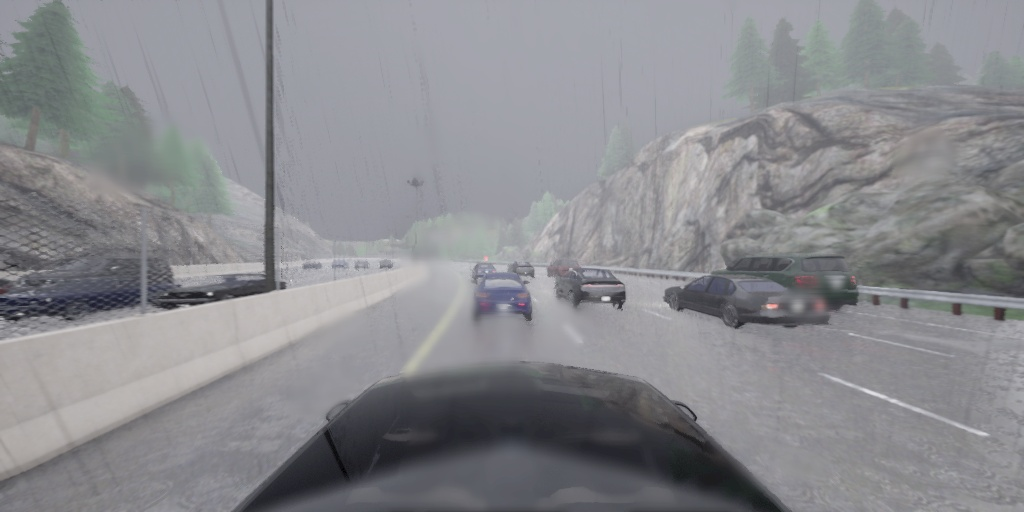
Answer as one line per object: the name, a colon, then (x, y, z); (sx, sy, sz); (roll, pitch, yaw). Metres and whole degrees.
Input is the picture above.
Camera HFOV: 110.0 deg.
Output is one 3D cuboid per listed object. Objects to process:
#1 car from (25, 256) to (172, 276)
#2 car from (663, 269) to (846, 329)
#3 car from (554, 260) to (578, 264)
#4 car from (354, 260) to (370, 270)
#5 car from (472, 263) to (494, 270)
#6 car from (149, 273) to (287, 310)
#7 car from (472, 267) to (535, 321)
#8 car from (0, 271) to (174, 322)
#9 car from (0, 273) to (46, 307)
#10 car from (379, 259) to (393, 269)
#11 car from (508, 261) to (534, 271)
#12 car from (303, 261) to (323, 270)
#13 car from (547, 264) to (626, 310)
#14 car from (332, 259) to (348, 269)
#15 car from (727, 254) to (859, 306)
car: (-18.361, 1.014, 16.231); (2.150, 2.045, 5.566); (0, 0, -6)
car: (6.769, 1.282, 11.193); (2.033, 1.411, 5.357); (0, 0, -3)
car: (4.528, 1.093, 31.468); (2.097, 1.767, 4.553); (0, 0, -9)
car: (-22.906, 1.295, 54.923); (2.128, 1.511, 4.902); (0, 0, -18)
car: (-2.393, 1.304, 30.767); (2.033, 1.411, 5.357); (0, 0, -9)
car: (-11.174, 1.377, 14.302); (1.895, 1.301, 4.718); (0, 0, -5)
car: (-0.361, 1.277, 12.341); (1.812, 1.442, 4.674); (0, 0, -4)
car: (-14.564, 1.384, 12.671); (1.895, 1.301, 4.718); (0, 0, -4)
car: (-21.653, 1.400, 13.654); (1.895, 1.301, 4.718); (0, 0, -5)
car: (-19.591, 1.300, 56.054); (1.837, 1.490, 4.892); (0, 0, -18)
car: (0.765, 1.241, 32.828); (2.128, 1.511, 4.902); (0, 0, -10)
car: (-29.932, 1.421, 53.935); (1.895, 1.301, 4.718); (0, 0, -18)
car: (3.011, 1.235, 14.530); (2.128, 1.511, 4.902); (0, 0, -4)
car: (-27.248, 1.291, 56.851); (1.882, 1.535, 5.008); (0, 0, -19)
car: (10.081, 0.949, 14.006); (2.150, 2.045, 5.566); (0, 0, -4)
